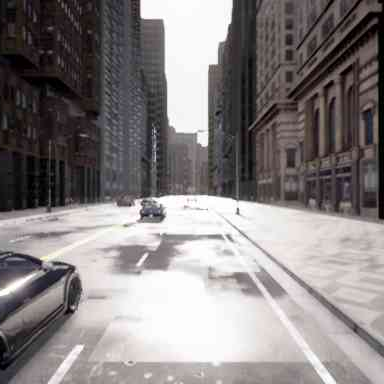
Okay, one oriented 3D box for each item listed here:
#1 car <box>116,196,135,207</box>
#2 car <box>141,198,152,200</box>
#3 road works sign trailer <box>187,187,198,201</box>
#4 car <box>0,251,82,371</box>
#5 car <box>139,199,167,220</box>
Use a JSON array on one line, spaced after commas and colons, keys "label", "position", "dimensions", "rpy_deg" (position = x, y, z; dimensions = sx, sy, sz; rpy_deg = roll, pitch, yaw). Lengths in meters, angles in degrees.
[{"label": "car", "position": [-9.835, 1.324, 49.637], "dimensions": [2.097, 1.767, 4.553], "rpy_deg": [0, 0, 0]}, {"label": "car", "position": [-6.587, 1.537, 49.875], "dimensions": [1.994, 1.385, 4.181], "rpy_deg": [0, 0, 0]}, {"label": "road works sign trailer", "position": [-0.033, 0.526, 82.344], "dimensions": [2.380, 3.560, 2.880], "rpy_deg": [0, 0, 0]}, {"label": "car", "position": [-3.154, 1.555, 4.900], "dimensions": [1.994, 1.385, 4.181], "rpy_deg": [0, 0, 0]}, {"label": "car", "position": [-3.162, 1.559, 27.901], "dimensions": [1.895, 1.301, 4.718], "rpy_deg": [0, 0, 0]}]
